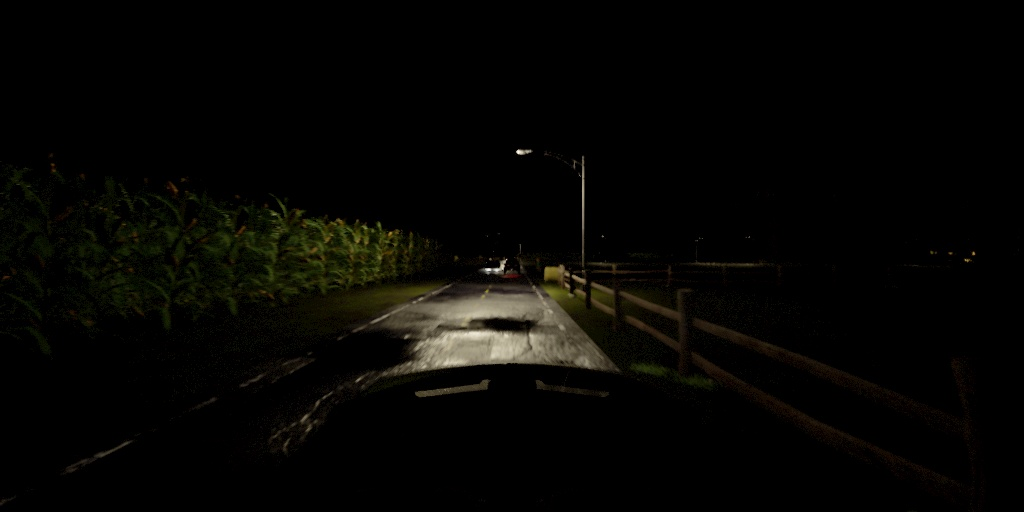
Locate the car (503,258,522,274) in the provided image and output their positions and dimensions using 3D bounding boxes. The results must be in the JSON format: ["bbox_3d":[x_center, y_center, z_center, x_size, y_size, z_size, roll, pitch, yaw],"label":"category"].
[{"bbox_3d":[0.014,1.168,39.922,1.837,1.490,4.892,0,0,0],"label":"car"}]

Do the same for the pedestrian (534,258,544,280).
[{"bbox_3d":[2.146,0.979,28.559,0.375,1.860,0.375,0,1,-2],"label":"pedestrian"}]

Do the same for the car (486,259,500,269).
[{"bbox_3d":[-2.783,1.206,54.616,1.994,1.385,4.181,0,0,0],"label":"car"}]

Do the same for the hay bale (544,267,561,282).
[{"bbox_3d":[3.114,1.340,27.492,1.220,1.180,1.240,0,0,0],"label":"hay bale"}]
